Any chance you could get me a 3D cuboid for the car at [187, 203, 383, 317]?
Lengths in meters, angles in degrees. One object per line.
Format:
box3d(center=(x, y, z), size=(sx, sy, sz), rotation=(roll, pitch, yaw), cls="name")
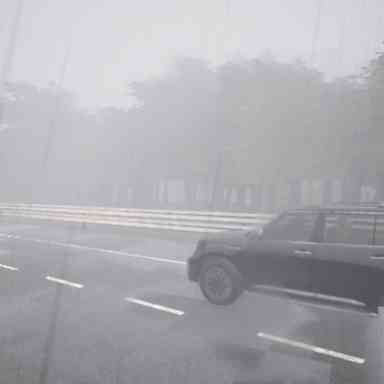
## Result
box3d(center=(2.540, 1.223, 6.357), size=(5.566, 2.045, 2.150), rotation=(0, 0, 36), cls="car")
